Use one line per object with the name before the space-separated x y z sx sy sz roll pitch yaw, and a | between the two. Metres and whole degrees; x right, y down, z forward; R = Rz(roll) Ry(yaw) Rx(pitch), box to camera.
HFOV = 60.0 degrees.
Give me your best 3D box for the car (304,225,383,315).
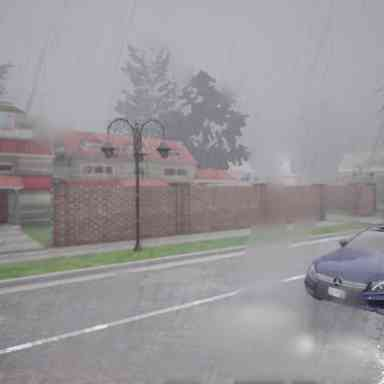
car | 4.393 1.463 7.113 4.674 1.442 1.812 -1 0 -36
